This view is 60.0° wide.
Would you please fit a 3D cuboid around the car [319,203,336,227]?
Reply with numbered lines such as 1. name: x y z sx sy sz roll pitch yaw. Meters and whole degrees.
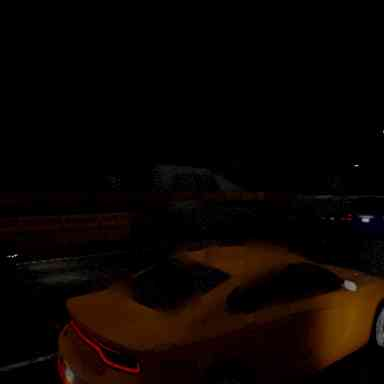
1. car: 9.987 1.596 21.010 5.357 1.411 2.033 0 0 -43

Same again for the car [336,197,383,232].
1. car: 9.254 1.254 15.625 5.566 2.045 2.150 0 0 -41

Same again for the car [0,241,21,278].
1. car: -6.674 1.553 7.656 4.892 1.490 1.837 -1 0 -35

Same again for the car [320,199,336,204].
1. car: 19.605 1.677 47.077 1.994 1.385 4.181 0 0 39

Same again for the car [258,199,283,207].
1. car: 12.423 1.687 49.293 2.033 1.411 5.357 0 0 40

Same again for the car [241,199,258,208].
1. car: 9.453 1.755 51.199 1.895 1.301 4.718 0 0 40

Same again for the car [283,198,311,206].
1. car: 15.290 1.617 47.335 2.128 1.511 4.902 0 0 39

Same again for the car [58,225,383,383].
1. car: 0.887 1.492 4.499 5.008 1.535 1.882 0 0 -36
